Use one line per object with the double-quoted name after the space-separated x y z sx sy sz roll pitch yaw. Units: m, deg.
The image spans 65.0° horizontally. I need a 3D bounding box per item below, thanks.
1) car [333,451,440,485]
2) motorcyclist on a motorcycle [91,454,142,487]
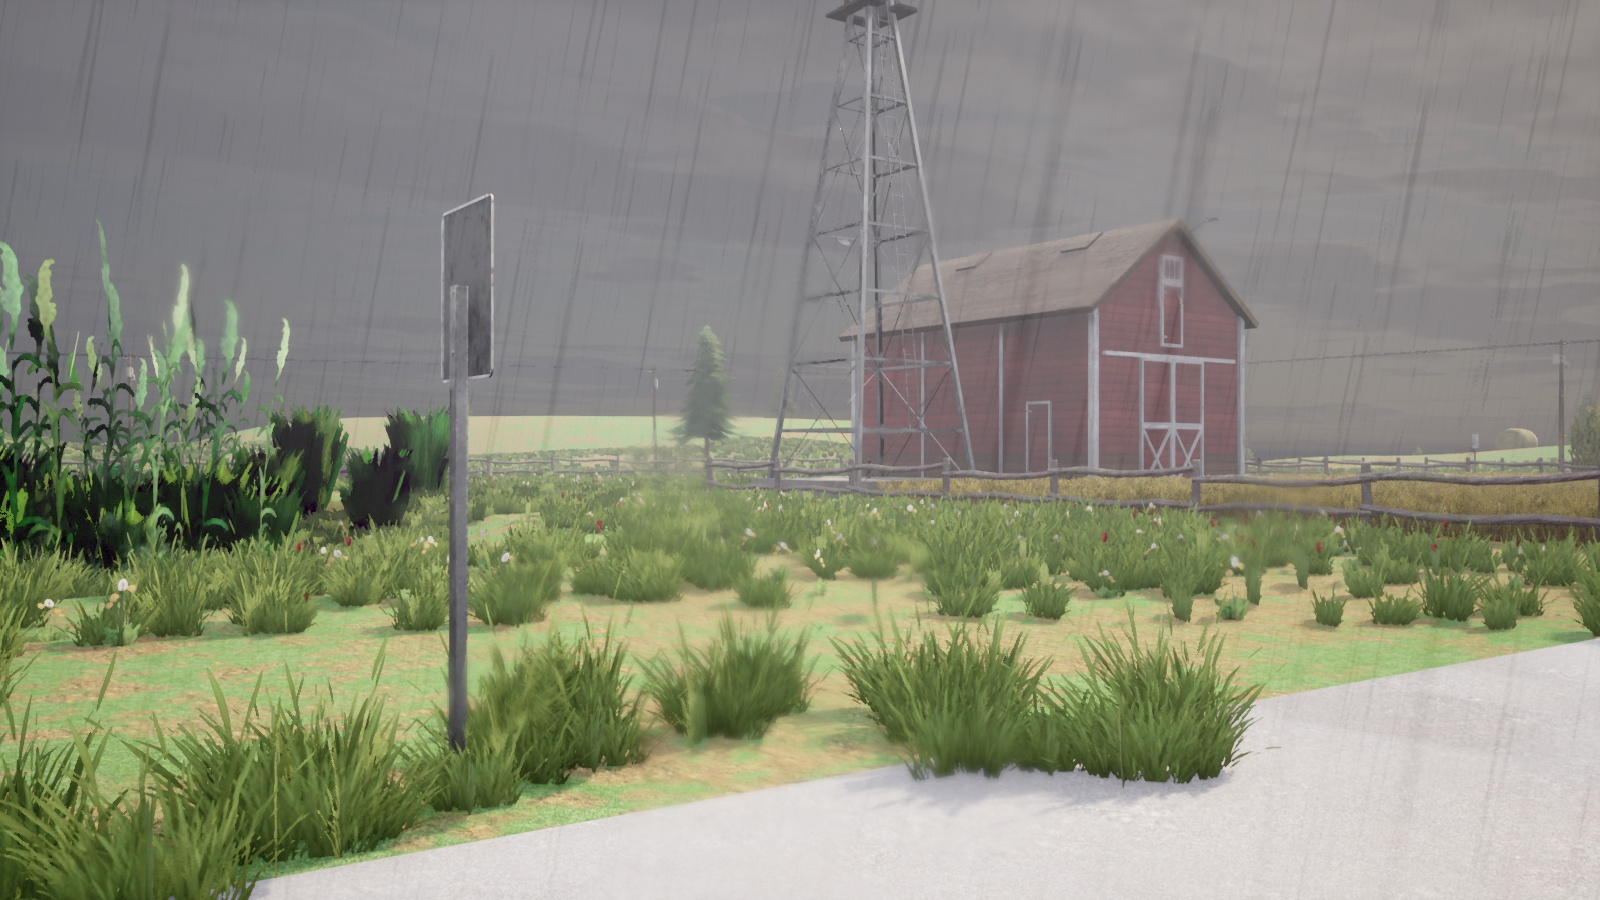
-20.892 0.872 63.451 4.856 1.649 2.033 0 0 -29 "car"
-31.354 0.933 57.602 2.044 1.523 0.797 0 0 -29 "motorcyclist on a motorcycle"
